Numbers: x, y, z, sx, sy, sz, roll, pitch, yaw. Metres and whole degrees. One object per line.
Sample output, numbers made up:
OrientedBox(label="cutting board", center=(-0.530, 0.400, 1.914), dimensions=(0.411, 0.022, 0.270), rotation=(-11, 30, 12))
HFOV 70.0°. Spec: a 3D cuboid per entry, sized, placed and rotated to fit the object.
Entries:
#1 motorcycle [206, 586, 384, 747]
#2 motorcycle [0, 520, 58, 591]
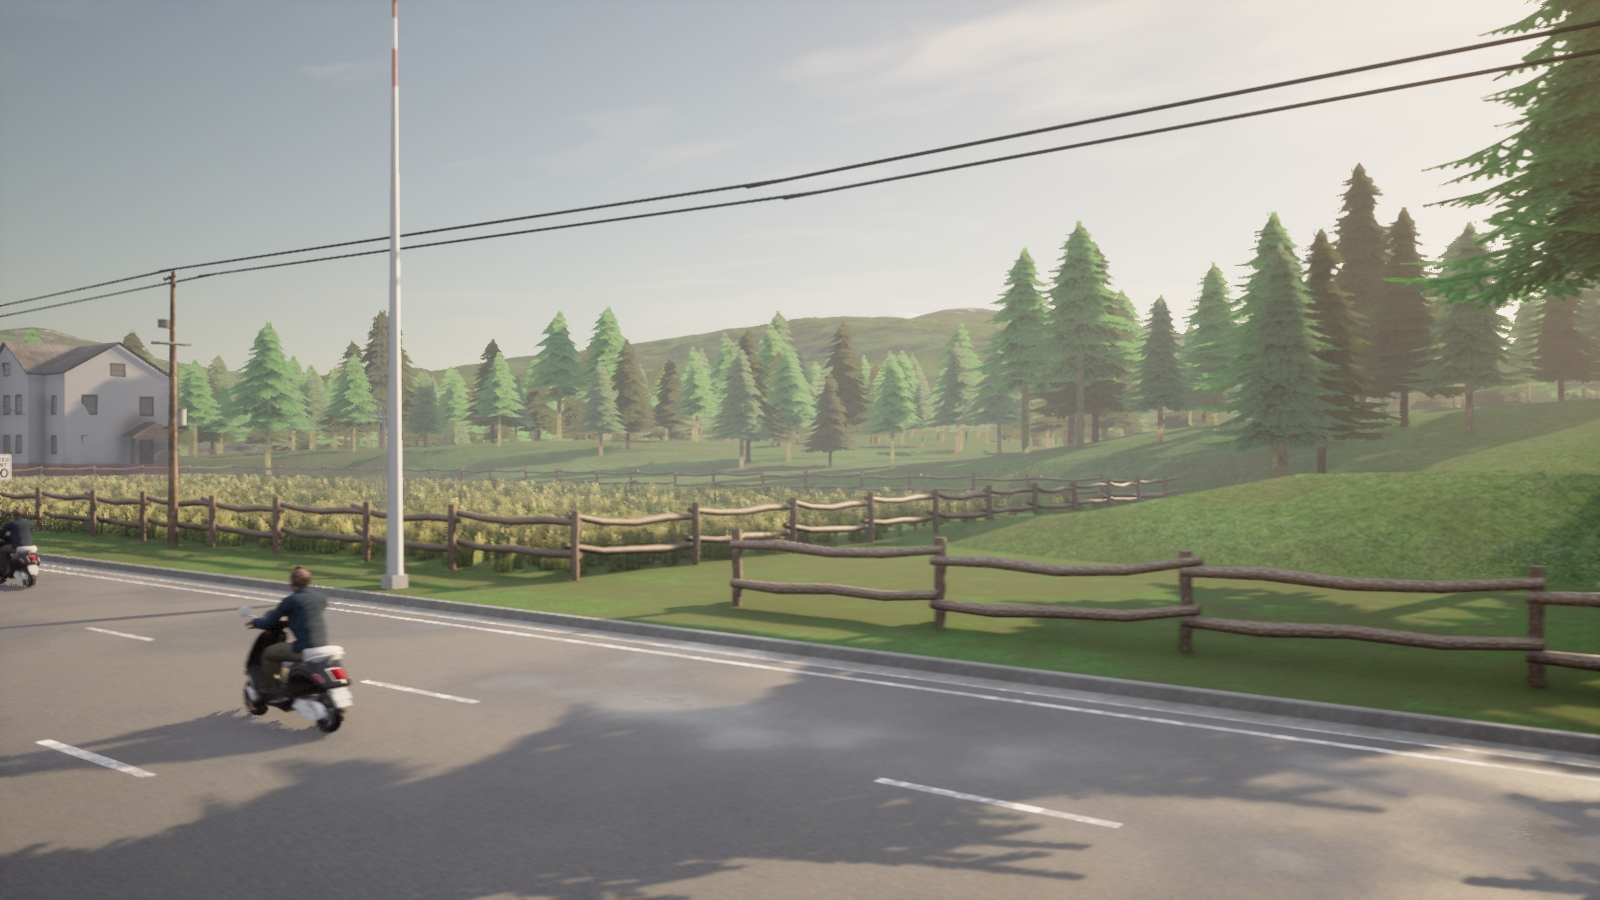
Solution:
OrientedBox(label="motorcycle", center=(-5.176, 2.150, 11.679), dimensions=(1.805, 1.316, 0.856), rotation=(0, 0, 35))
OrientedBox(label="motorcycle", center=(-16.281, 2.161, 23.725), dimensions=(1.805, 1.316, 0.856), rotation=(0, 0, 35))
